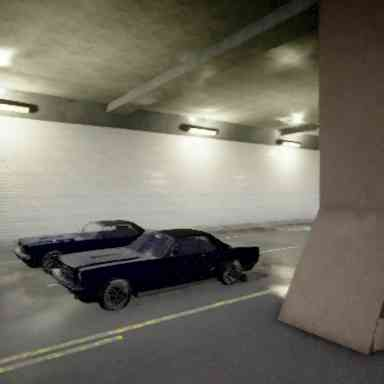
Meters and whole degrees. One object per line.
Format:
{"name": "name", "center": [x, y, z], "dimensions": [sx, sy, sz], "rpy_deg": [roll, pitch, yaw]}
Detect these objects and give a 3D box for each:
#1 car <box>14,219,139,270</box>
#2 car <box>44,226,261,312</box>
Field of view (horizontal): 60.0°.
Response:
{"name": "car", "center": [-2.919, 1.577, 10.502], "dimensions": [4.718, 1.301, 1.895], "rpy_deg": [0, 0, -35]}
{"name": "car", "center": [-0.675, 1.578, 7.803], "dimensions": [4.718, 1.301, 1.895], "rpy_deg": [0, 0, -35]}
